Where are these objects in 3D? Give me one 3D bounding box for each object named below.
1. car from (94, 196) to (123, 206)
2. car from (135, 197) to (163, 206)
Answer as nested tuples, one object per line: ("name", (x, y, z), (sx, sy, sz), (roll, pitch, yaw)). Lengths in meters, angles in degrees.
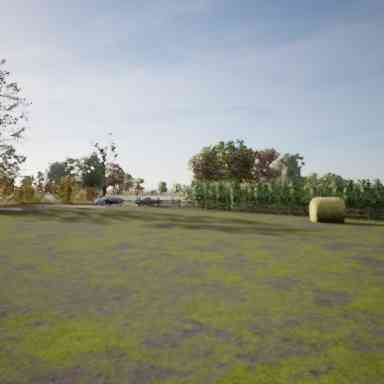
("car", (-13.115, 1.376, 52.182), (2.128, 1.511, 4.902), (0, -1, 35))
("car", (-7.178, 1.528, 55.668), (2.033, 1.411, 5.357), (0, -1, 36))
